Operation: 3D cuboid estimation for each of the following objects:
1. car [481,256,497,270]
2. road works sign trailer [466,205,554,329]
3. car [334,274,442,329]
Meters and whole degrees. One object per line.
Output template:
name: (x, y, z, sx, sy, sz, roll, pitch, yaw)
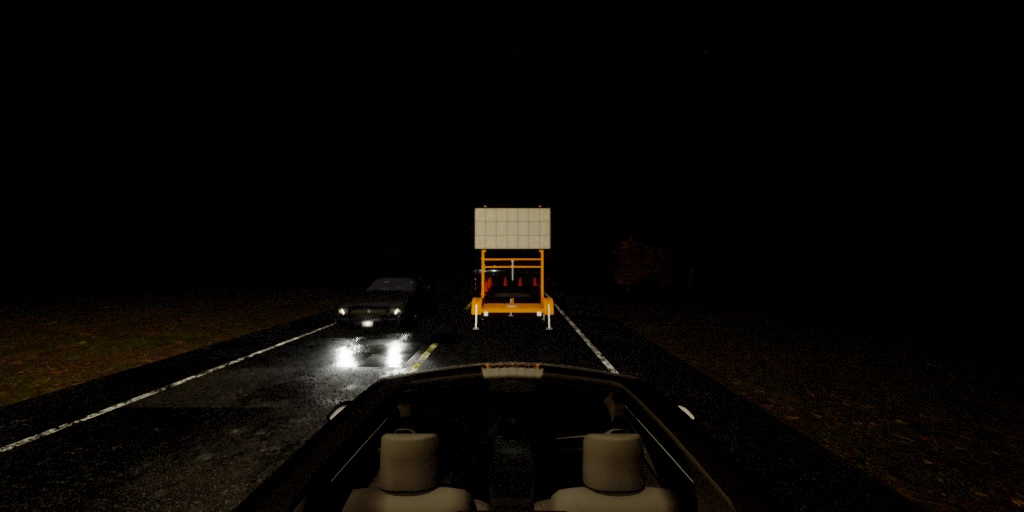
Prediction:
car: (-3.484, 1.002, 54.536, 2.150, 2.045, 5.566, 0, 0, 0)
road works sign trailer: (0.019, 0.215, 11.173, 2.380, 3.560, 2.880, 0, 0, 0)
car: (-3.580, 1.298, 11.558, 2.033, 1.411, 5.357, 0, 0, 0)
